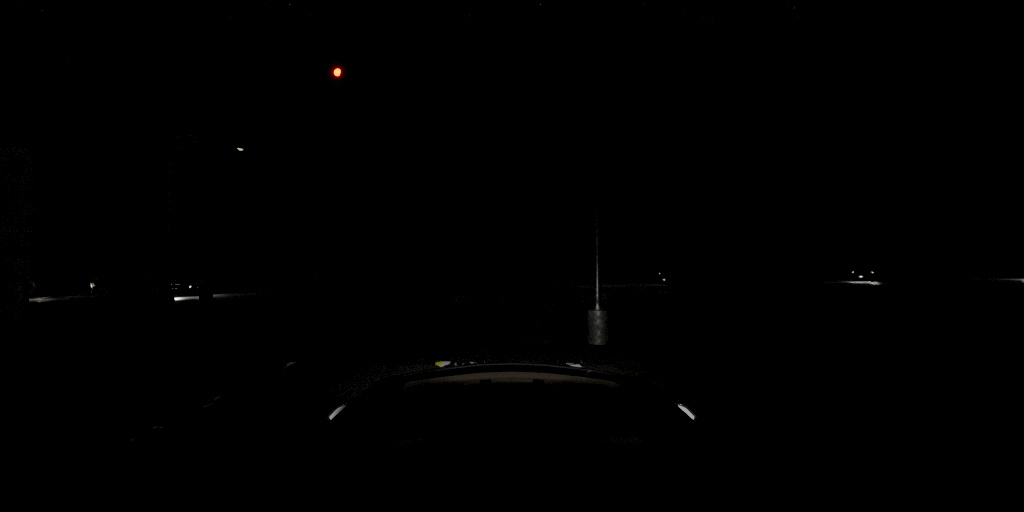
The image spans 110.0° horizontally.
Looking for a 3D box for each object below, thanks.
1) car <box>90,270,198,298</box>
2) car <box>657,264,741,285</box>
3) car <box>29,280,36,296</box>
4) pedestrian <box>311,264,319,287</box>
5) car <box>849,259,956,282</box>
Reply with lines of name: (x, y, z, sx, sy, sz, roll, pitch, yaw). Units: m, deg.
car: (-20.221, 1.494, 19.832, 4.892, 1.490, 1.837, -1, -2, 0)
car: (12.032, 1.188, 23.305, 4.718, 1.301, 1.895, -1, -2, -3)
car: (-29.645, 1.582, 19.860, 5.008, 1.535, 1.882, -1, -2, 0)
pedestrian: (-15.055, 1.466, 27.422, 0.375, 1.860, 0.375, 0, -1, 0)
car: (25.421, 0.924, 23.408, 5.357, 1.411, 2.033, -1, -2, 0)
